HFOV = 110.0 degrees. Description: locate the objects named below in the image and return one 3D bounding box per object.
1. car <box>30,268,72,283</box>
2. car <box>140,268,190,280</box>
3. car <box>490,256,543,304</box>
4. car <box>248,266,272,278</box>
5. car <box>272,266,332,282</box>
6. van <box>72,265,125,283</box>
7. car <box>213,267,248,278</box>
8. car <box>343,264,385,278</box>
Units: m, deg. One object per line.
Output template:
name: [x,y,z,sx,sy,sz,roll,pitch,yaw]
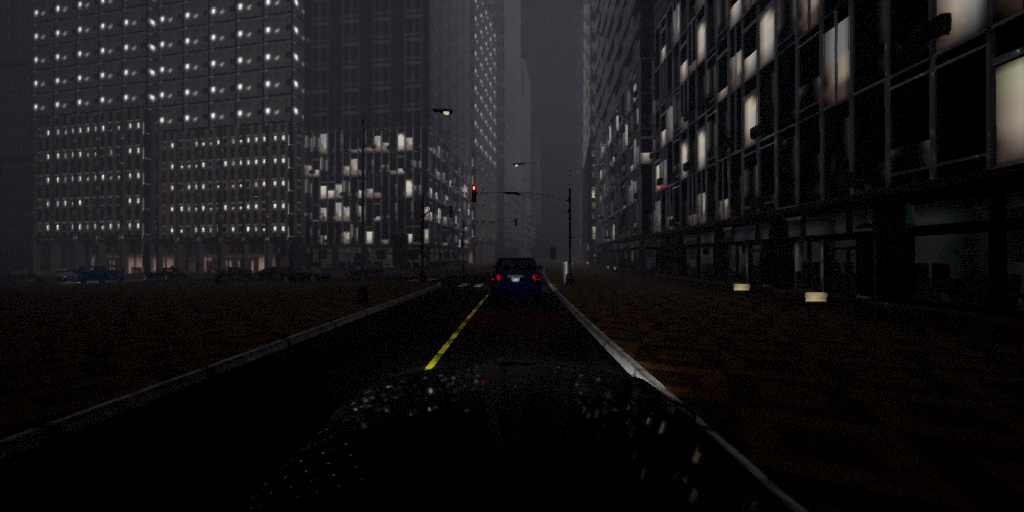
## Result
car: [-49.480,2.170,39.234,4.674,1.442,1.812,-1,0,11]
car: [-39.128,2.057,40.351,4.718,1.301,1.895,-1,0,11]
car: [0.224,1.003,16.452,2.150,2.045,5.566,0,0,2]
car: [-27.036,1.805,40.828,4.313,1.339,1.948,0,0,11]
car: [-17.517,1.553,30.524,4.403,1.370,2.007,0,0,11]
van: [-39.633,1.745,34.655,3.998,1.789,1.690,0,0,11]
car: [-32.565,1.905,41.861,4.313,1.339,1.948,0,0,11]
car: [-15.979,1.590,38.762,4.403,1.370,2.007,0,0,11]
